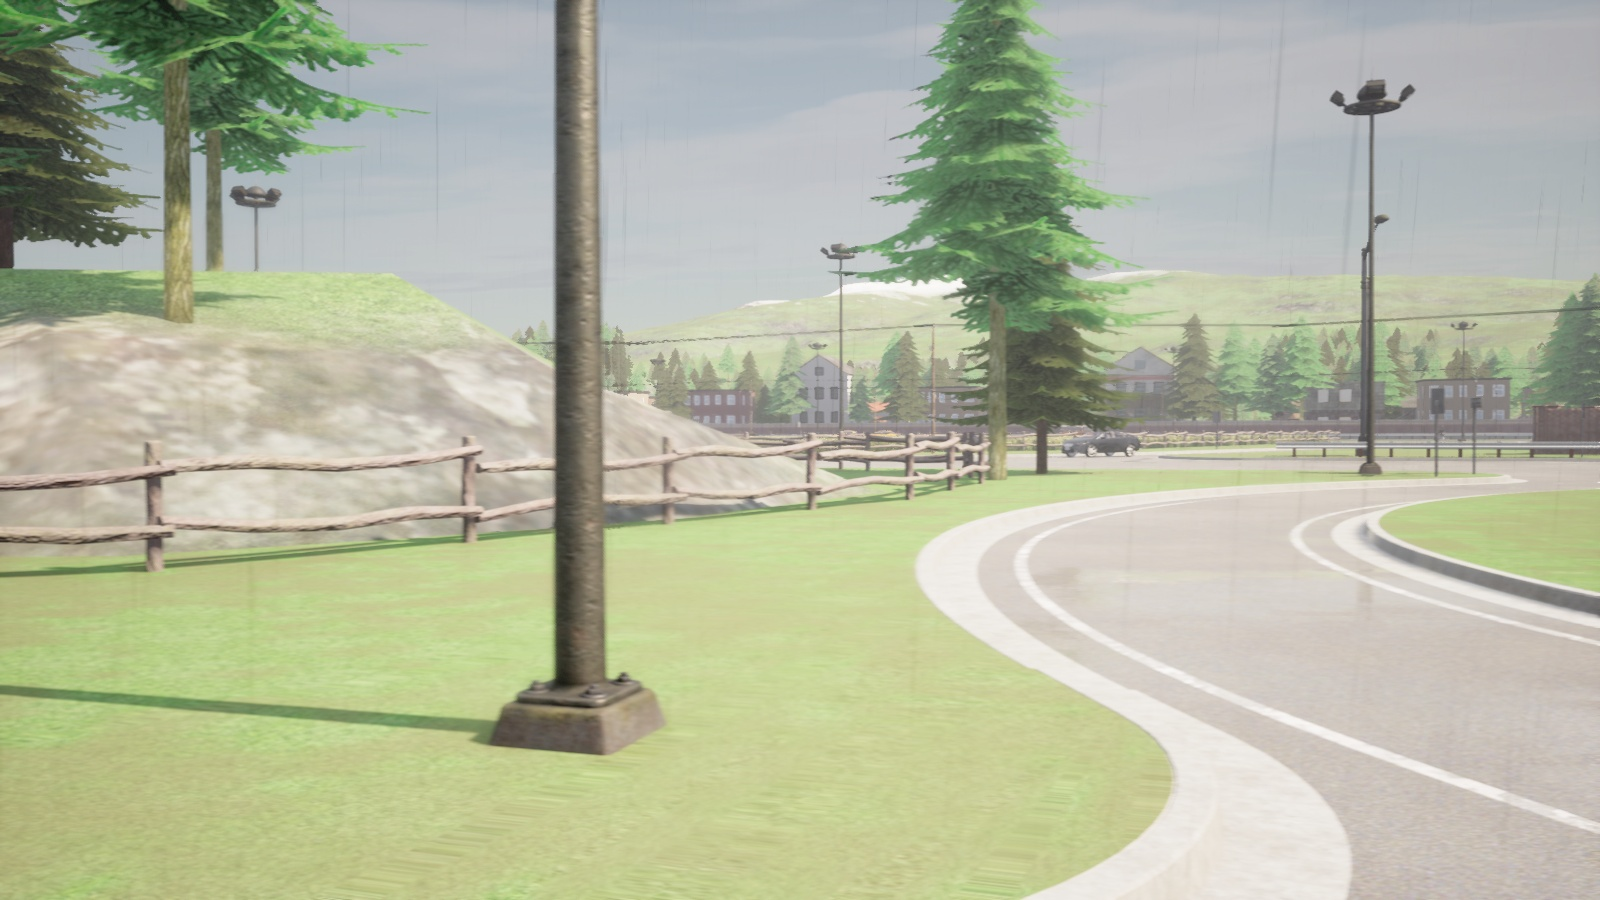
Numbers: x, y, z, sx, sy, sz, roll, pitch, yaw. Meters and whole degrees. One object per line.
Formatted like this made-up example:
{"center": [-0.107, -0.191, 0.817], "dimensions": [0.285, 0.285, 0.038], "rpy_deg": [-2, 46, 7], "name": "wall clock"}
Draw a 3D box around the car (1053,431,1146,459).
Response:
{"center": [16.702, -0.275, 69.993], "dimensions": [4.902, 1.511, 2.128], "rpy_deg": [0, 1, -30], "name": "car"}
